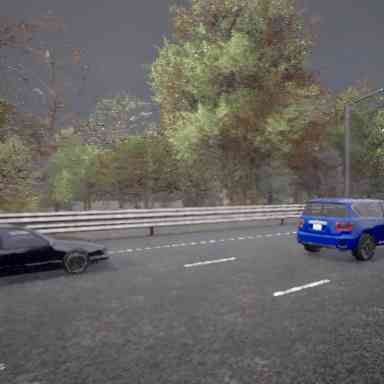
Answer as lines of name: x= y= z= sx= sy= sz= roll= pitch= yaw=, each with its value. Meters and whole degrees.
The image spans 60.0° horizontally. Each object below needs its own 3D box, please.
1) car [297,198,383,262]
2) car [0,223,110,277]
car: x=6.325 y=1.253 z=12.557 sx=5.566 sy=2.045 sz=2.150 roll=0 pitch=0 yaw=-35
car: x=-4.994 y=1.550 z=8.780 sx=5.357 sy=1.411 sz=2.033 roll=0 pitch=0 yaw=-36
